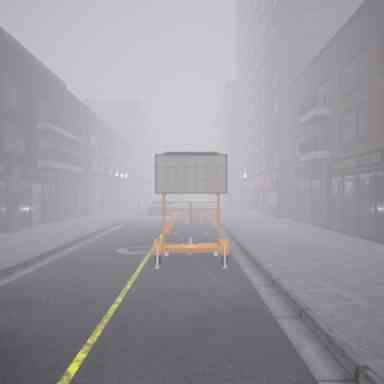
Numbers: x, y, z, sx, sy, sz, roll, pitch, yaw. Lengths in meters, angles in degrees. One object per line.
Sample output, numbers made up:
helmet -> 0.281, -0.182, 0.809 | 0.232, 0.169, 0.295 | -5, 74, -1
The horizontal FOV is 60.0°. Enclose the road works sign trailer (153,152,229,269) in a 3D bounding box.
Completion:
road works sign trailer -> -0.029, 0.463, 11.182 | 2.380, 3.560, 2.880 | 0, 0, 0

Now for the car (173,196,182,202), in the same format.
car -> -3.239, 1.549, 73.614 | 2.128, 1.511, 4.902 | 0, 0, 0

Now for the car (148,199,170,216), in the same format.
car -> -3.206, 1.508, 32.959 | 1.837, 1.490, 4.892 | 0, 0, 0
